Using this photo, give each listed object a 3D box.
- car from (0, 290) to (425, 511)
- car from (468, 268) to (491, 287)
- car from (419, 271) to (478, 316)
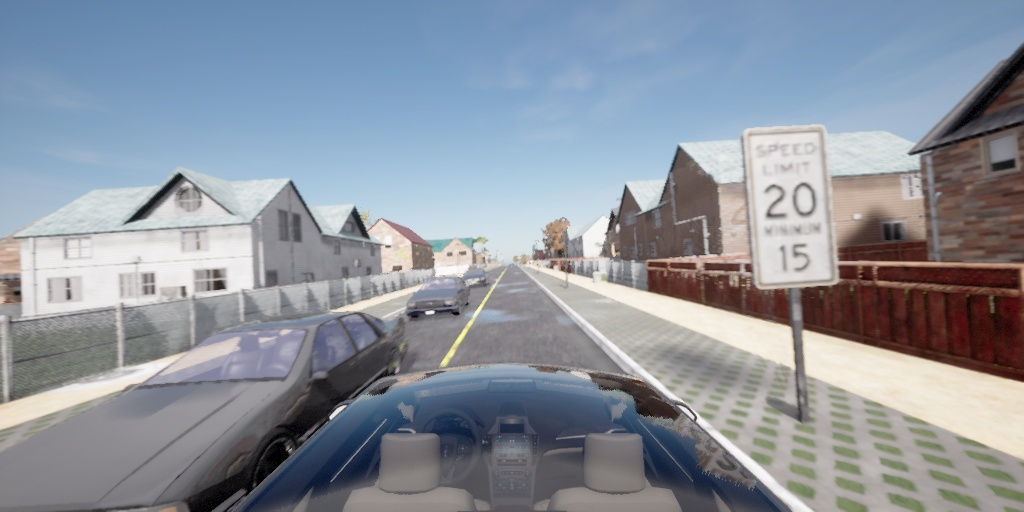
[{"bbox_3d":[-2.844,1.496,4.599,2.033,1.411,5.357,-4,0,0],"label":"car"},{"bbox_3d":[-2.826,1.692,28.637,1.812,1.442,4.674,-4,-1,0],"label":"car"},{"bbox_3d":[-2.845,1.583,15.004,2.033,1.411,5.357,-4,0,0],"label":"car"}]
